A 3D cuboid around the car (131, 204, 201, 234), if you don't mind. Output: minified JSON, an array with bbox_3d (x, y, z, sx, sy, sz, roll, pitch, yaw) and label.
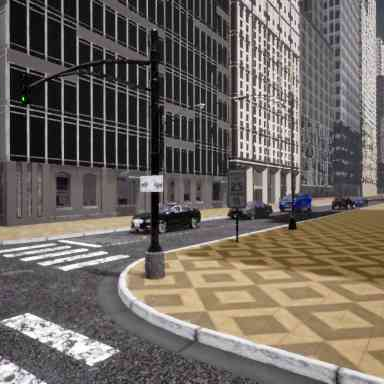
[{"bbox_3d":[-1.386,1.447,19.244,2.128,1.511,4.902,0,0,37],"label":"car"}]

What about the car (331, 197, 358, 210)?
[{"bbox_3d":[18.385,1.359,40.405,1.837,1.490,4.892,0,0,37],"label":"car"}]

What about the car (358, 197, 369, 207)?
[{"bbox_3d":[24.597,1.369,48.773,2.033,1.411,5.357,0,0,37],"label":"car"}]

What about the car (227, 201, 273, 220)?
[{"bbox_3d":[4.978,1.470,27.742,2.033,1.411,5.357,0,0,37],"label":"car"}]

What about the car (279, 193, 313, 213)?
[{"bbox_3d":[11.394,1.113,36.288,2.150,2.045,5.566,0,0,37],"label":"car"}]
